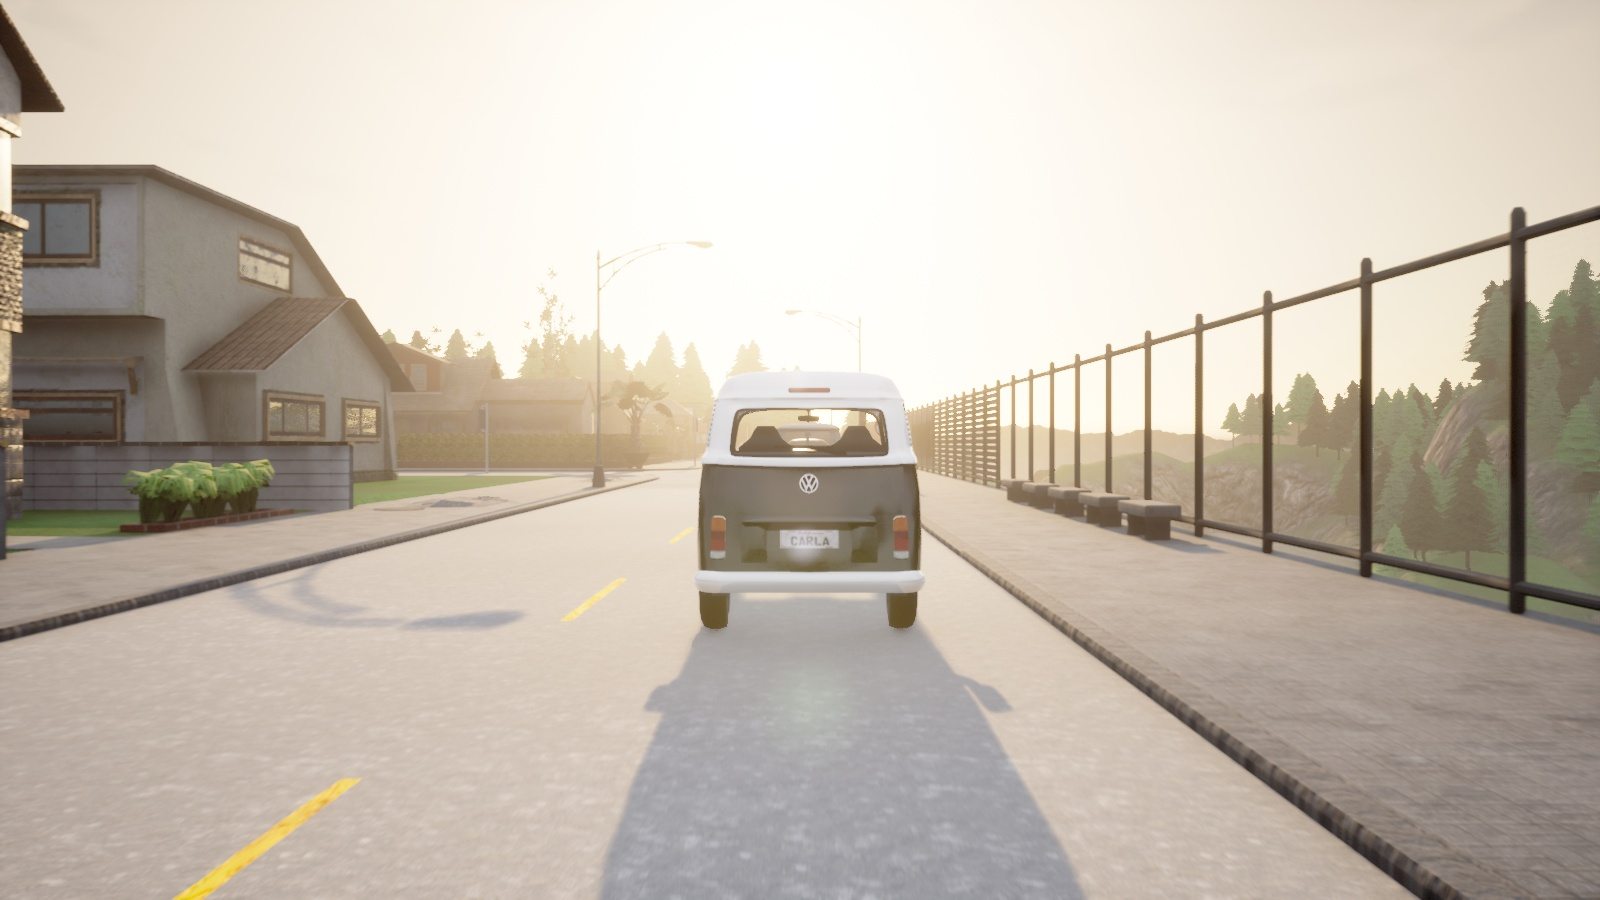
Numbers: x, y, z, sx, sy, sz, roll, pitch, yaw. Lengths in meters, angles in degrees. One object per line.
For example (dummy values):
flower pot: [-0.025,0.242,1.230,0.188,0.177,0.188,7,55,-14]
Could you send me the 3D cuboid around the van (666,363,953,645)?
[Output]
van: [0.080,0.401,11.307,2.069,2.038,4.480,0,0,0]
